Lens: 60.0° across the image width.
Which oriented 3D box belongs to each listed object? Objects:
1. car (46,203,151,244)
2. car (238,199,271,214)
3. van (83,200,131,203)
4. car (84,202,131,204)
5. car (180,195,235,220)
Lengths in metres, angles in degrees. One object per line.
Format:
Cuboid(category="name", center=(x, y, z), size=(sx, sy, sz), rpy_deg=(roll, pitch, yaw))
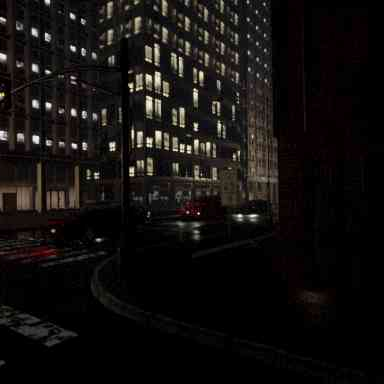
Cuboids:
Cuboid(category="car", center=(-4.315, 1.472, 15.818), size=(1.882, 1.535, 5.008), rpy_deg=(-1, -1, 35))
Cuboid(category="car", center=(7.261, 1.584, 37.477), size=(1.882, 1.535, 5.008), rpy_deg=(-1, -1, 36))
Cuboid(category="van", center=(-5.979, 1.460, 23.458), size=(1.690, 1.788, 3.998), rpy_deg=(-2, -1, 36))
Cuboid(category="car", center=(-4.633, 1.571, 20.925), size=(1.837, 1.490, 4.892), rpy_deg=(-1, -1, 33))
Cuboid(category="car", center=(1.256, 1.307, 29.115), size=(2.150, 2.045, 5.566), rpy_deg=(-1, -1, 36))
